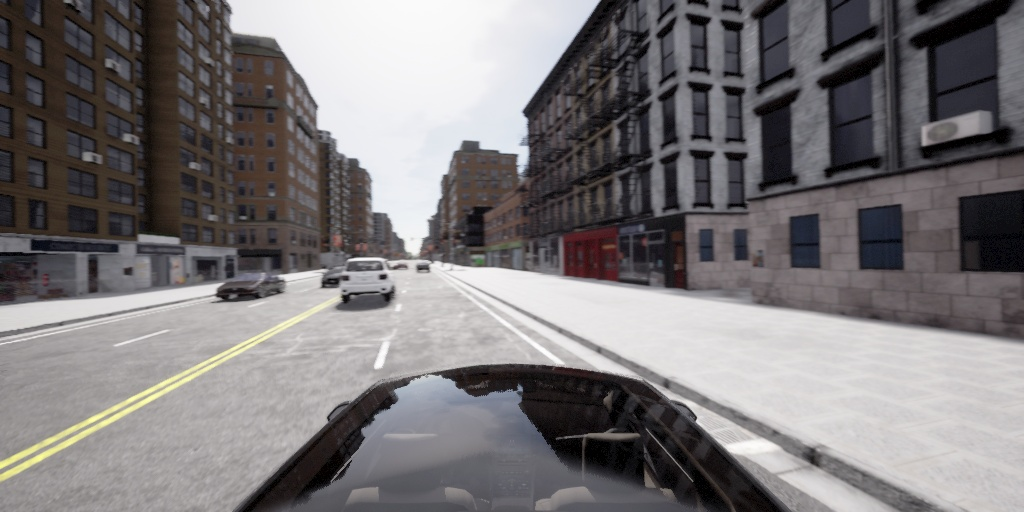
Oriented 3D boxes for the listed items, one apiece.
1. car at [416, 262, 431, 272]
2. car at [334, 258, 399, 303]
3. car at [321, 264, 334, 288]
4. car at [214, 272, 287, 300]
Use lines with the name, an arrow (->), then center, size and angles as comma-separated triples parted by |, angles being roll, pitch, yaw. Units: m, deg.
car -> -12.689, 1.538, 51.453 | 1.837, 1.490, 4.892 | -1, 1, -15
car -> -7.208, 1.133, 18.380 | 2.150, 2.045, 5.566 | -1, 0, -15
car -> -13.212, 1.550, 27.515 | 1.837, 1.490, 4.892 | -1, 0, -15
car -> -14.748, 1.627, 20.667 | 2.033, 1.411, 5.357 | -1, 0, -15
